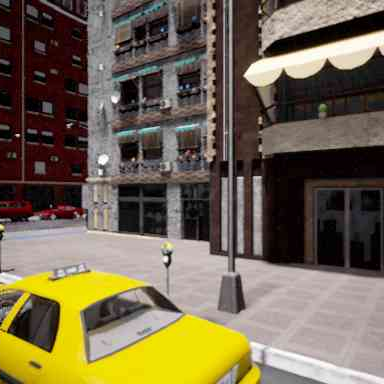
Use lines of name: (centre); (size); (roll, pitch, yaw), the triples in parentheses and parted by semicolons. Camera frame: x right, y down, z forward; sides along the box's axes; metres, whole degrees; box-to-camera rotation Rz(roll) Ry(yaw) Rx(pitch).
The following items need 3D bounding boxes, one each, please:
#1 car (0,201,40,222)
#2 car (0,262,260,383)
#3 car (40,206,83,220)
car: (-16.586, 1.758, 29.291); (2.192, 1.841, 5.009); (-1, -2, 35)
car: (-1.634, 1.545, 4.031); (4.829, 1.417, 1.752); (0, 0, 35)
car: (-13.299, 2.091, 33.937); (1.887, 1.381, 4.507); (-1, -2, 35)
